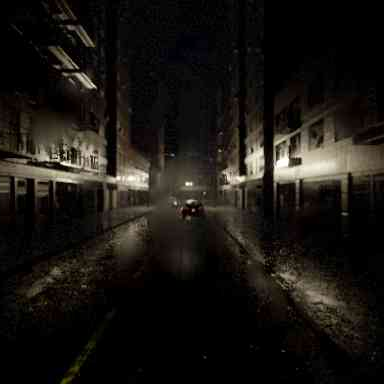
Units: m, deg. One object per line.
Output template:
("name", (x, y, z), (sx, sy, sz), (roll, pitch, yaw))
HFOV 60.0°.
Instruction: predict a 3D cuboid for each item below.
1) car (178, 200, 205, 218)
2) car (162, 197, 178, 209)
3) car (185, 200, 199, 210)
("car", (0.113, 1.618, 31.135), (2.163, 1.488, 4.792), (0, 0, 0))
("car", (-3.050, 1.542, 47.671), (2.097, 1.767, 4.553), (0, 0, 0))
("car", (0.055, 1.787, 46.592), (1.895, 1.301, 4.718), (0, 0, 1))
